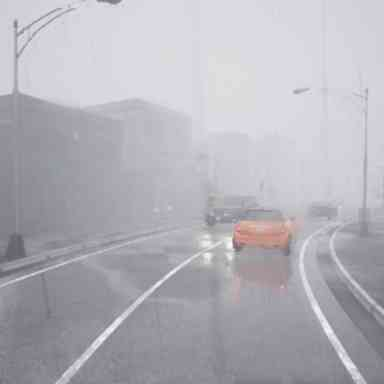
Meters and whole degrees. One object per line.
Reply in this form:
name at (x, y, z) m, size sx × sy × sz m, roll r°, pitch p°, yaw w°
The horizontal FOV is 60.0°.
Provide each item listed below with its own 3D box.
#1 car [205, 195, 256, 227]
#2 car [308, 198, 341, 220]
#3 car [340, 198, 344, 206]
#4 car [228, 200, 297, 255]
car at (2.843, 1.222, 22.120) m, size 2.150 × 2.045 × 5.566 m, roll 1°, pitch 0°, yaw 28°
car at (11.970, 1.611, 30.309) m, size 1.882 × 1.535 × 5.008 m, roll 1°, pitch 0°, yaw 31°
car at (26.237, 1.828, 60.139) m, size 1.837 × 1.490 × 4.892 m, roll 1°, pitch 0°, yaw 32°
car at (3.166, 1.383, 13.793) m, size 2.097 × 1.767 × 4.553 m, roll 1°, pitch 0°, yaw 21°
